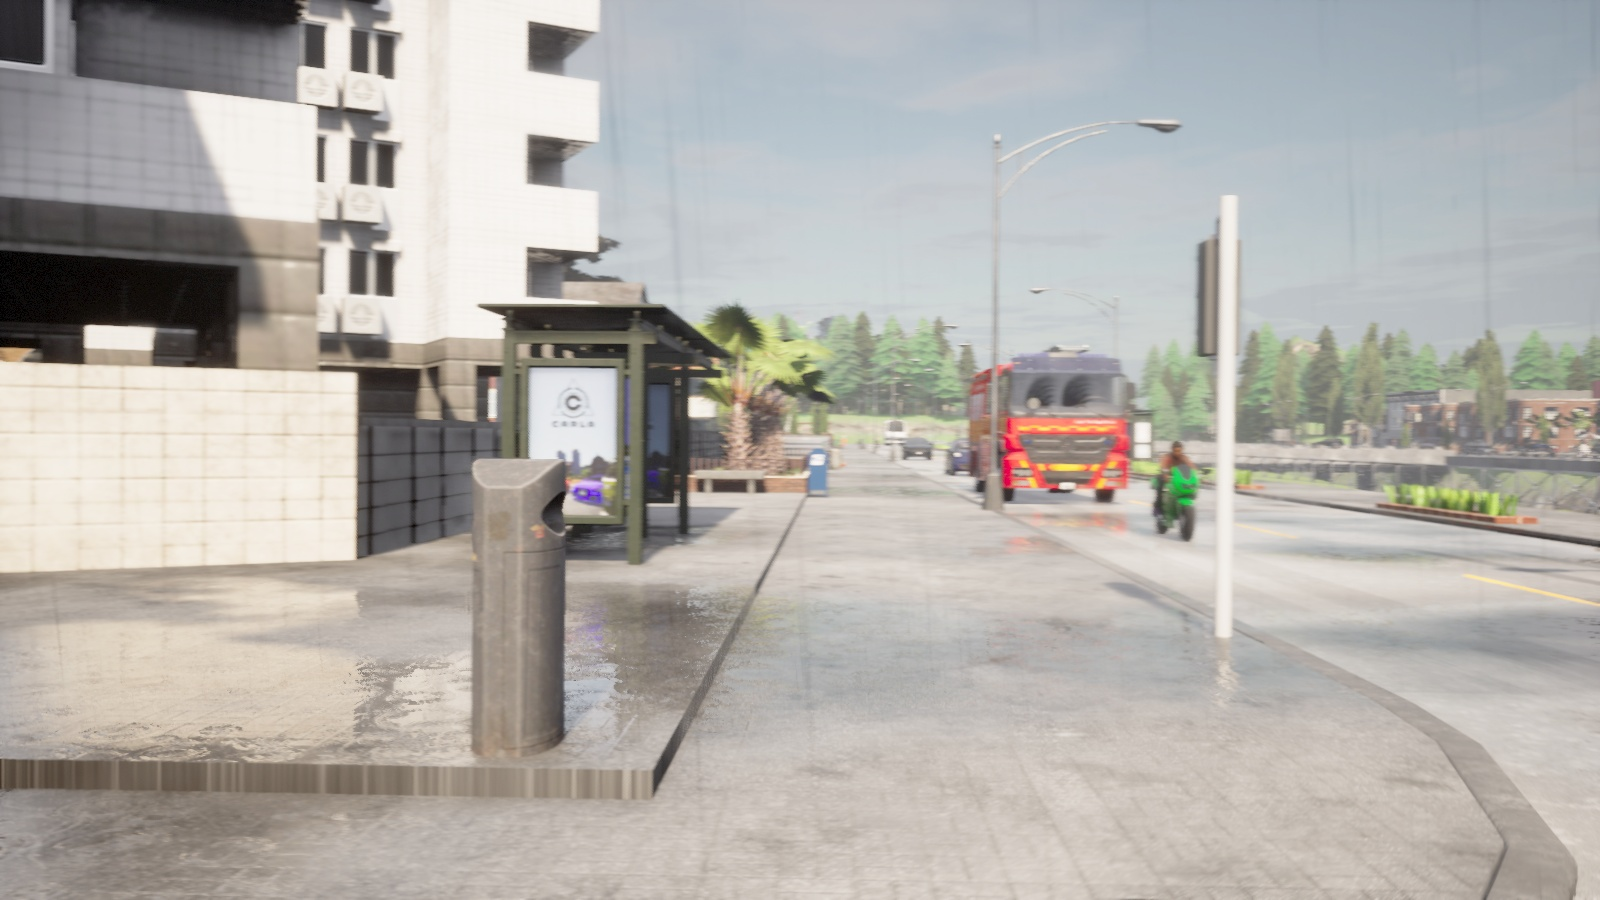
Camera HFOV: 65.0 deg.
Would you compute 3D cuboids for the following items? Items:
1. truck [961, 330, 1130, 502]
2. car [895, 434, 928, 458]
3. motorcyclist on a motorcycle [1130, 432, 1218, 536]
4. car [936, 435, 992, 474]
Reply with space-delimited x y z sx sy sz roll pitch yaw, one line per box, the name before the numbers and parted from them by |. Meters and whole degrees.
truck | 6.091 -0.814 32.579 2.891 3.827 8.468 -1 1 1
car | 7.412 -0.279 83.873 1.882 1.535 5.008 -1 1 1
motorcyclist on a motorcycle | 5.772 0.487 19.517 0.797 1.523 2.044 -1 1 1
car | 6.564 0.151 50.576 1.845 1.501 3.633 -1 1 1
